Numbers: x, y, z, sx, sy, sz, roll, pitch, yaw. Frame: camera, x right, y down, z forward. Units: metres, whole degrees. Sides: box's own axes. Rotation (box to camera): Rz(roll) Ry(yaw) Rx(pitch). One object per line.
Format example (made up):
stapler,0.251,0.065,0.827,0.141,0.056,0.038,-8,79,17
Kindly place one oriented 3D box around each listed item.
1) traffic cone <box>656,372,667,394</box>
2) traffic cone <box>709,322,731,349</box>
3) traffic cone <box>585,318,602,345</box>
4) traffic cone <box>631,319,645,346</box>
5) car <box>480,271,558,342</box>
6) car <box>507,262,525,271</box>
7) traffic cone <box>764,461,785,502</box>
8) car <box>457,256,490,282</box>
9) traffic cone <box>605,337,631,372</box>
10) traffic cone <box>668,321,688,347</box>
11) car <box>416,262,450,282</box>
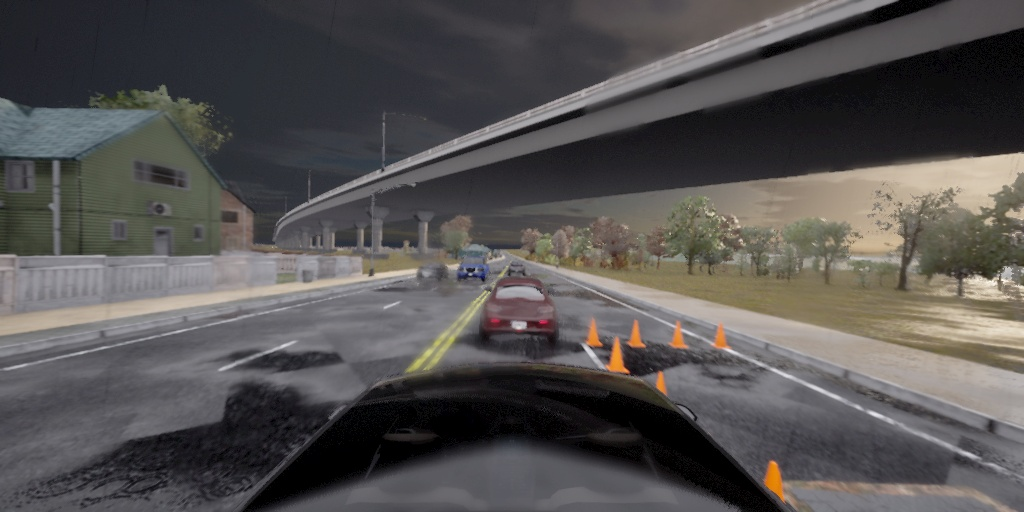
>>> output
traffic cone,1.871,1.763,4.538,0.340,0.580,0.340,0,0,1
traffic cone,4.932,1.855,8.491,0.340,0.580,0.340,0,0,1
traffic cone,1.934,1.782,8.538,0.340,0.580,0.340,0,0,1
traffic cone,2.934,1.806,8.521,0.340,0.580,0.340,0,0,1
car,0.194,1.315,9.920,1.812,1.442,4.674,1,0,1
car,0.528,1.424,40.805,2.128,1.511,4.902,1,0,0
traffic cone,1.840,1.754,2.539,0.340,0.580,0.340,0,0,1
car,-3.011,1.019,28.981,2.150,2.045,5.566,1,-1,1
traffic cone,1.903,1.772,6.538,0.340,0.580,0.340,0,0,1
traffic cone,3.932,1.830,8.506,0.340,0.580,0.340,0,0,1
car,-6.266,1.208,28.902,2.128,1.511,4.902,1,0,1
